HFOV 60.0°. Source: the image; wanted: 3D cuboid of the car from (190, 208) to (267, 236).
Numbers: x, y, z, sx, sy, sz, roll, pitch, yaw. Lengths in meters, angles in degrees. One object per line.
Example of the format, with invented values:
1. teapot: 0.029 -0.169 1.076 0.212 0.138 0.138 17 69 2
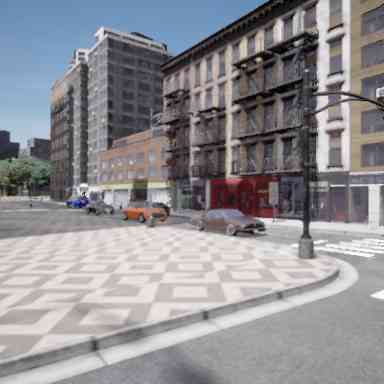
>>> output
1. car: 1.914 1.681 19.621 2.033 1.411 5.357 0 -1 -33

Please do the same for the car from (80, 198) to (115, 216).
1. car: -9.906 1.758 35.747 2.128 1.511 4.902 0 -1 -36

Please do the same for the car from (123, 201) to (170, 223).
1. car: -3.918 1.555 27.554 2.097 1.767 4.553 0 -1 -36

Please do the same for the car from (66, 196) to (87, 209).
1. car: -17.905 1.597 52.052 2.150 2.045 5.566 0 0 -36

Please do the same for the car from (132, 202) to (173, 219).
1. car: -4.000 1.753 33.061 1.837 1.490 4.892 0 -1 -36
